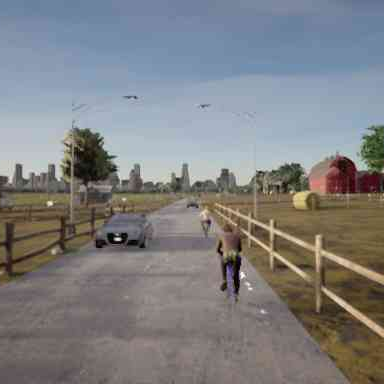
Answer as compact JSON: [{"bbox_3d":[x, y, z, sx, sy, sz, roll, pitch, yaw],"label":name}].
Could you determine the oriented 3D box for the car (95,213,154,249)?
[{"bbox_3d":[-2.851,1.626,14.727,1.994,1.385,4.181,0,0,0],"label":"car"}]

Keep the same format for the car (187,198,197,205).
[{"bbox_3d":[-0.004,2.036,73.876,1.994,1.385,4.181,0,0,0],"label":"car"}]

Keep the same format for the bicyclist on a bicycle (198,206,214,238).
[{"bbox_3d":[0.731,1.511,17.152,0.866,1.612,1.509,0,0,0],"label":"bicyclist on a bicycle"}]

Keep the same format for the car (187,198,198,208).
[{"bbox_3d":[0.097,1.888,56.090,2.033,1.411,5.357,0,0,0],"label":"car"}]

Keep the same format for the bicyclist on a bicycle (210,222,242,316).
[{"bbox_3d":[0.754,1.479,6.643,0.582,1.620,1.656,0,-1,0],"label":"bicyclist on a bicycle"}]
